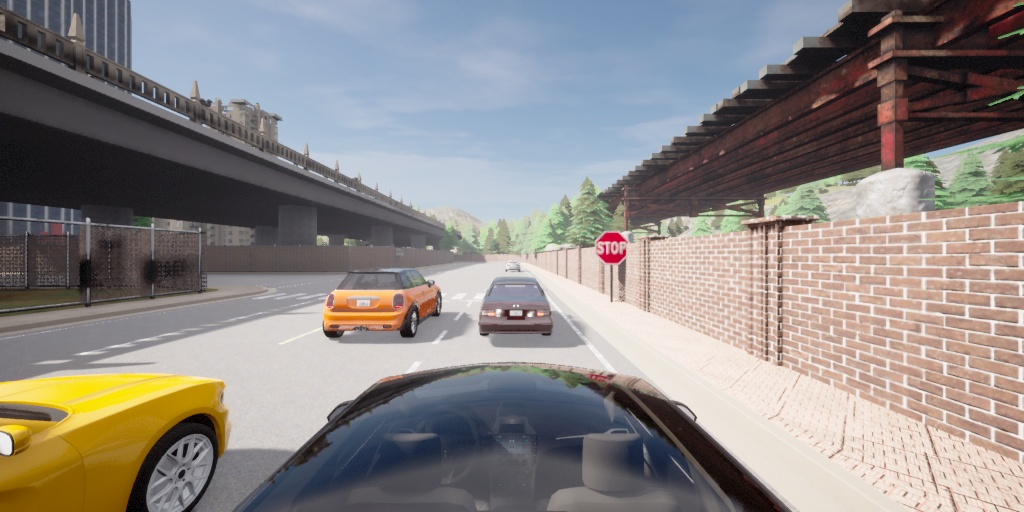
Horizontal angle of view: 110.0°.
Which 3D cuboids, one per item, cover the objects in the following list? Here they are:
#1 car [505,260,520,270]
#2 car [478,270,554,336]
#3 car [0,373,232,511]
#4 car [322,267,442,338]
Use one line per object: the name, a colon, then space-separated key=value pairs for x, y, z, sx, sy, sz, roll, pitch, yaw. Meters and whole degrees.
car: x=0.113 y=1.276 z=46.246 sx=1.812 sy=1.442 sz=4.674 roll=0 pitch=0 yaw=-1
car: x=0.088 y=1.297 z=10.369 sx=2.033 sy=1.411 sz=5.357 roll=0 pitch=0 yaw=0
car: x=-3.397 y=1.228 z=1.092 sx=1.882 sy=1.535 sz=5.008 roll=0 pitch=0 yaw=0
car: x=-3.413 y=1.102 z=10.350 sx=2.097 sy=1.767 sz=4.553 roll=0 pitch=0 yaw=0
